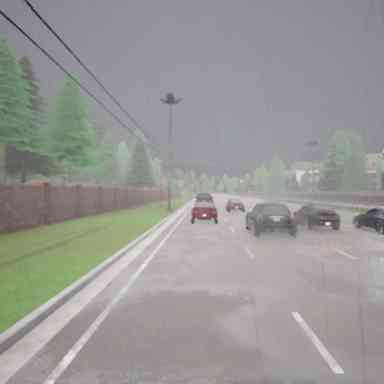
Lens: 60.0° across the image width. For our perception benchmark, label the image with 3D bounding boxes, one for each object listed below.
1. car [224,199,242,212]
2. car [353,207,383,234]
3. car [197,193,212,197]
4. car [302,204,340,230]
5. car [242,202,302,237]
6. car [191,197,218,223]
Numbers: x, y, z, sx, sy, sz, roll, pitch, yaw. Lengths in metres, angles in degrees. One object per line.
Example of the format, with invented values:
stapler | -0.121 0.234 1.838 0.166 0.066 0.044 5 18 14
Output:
car | 4.897 1.504 38.240 1.812 1.442 4.674 1 0 2
car | 11.234 1.606 19.448 1.812 1.442 4.674 1 0 2
car | 1.544 1.158 42.004 2.150 2.045 5.566 1 0 2
car | 7.811 1.546 21.295 1.837 1.490 4.892 1 0 2
car | 4.205 1.361 18.314 2.097 1.767 4.553 1 0 2
car | 0.955 1.439 25.493 1.882 1.535 5.008 1 0 2
